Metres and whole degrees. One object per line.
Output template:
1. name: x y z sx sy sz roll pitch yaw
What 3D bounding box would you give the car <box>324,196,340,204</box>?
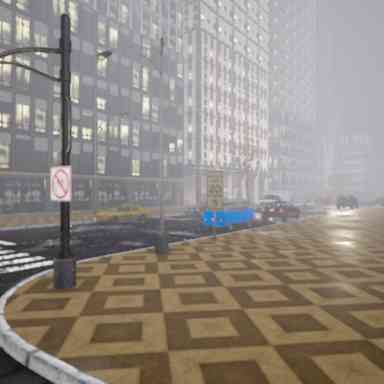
1. car: 28.251 1.599 67.146 2.008 1.369 4.403 0 0 38

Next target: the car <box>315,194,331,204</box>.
1. car: 24.855 1.355 62.740 2.192 1.841 5.009 0 0 38

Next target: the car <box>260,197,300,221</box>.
1. car: 7.319 1.457 27.082 1.967 1.590 4.097 0 0 38

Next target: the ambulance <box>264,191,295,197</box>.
1. ambulance: 9.945 1.039 39.192 2.351 2.431 6.366 0 0 38

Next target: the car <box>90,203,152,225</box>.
1. car: -5.035 1.511 24.175 1.752 1.417 4.829 0 0 38

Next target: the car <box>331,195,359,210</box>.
1. car: 20.906 1.354 44.709 2.192 1.841 5.009 0 0 38

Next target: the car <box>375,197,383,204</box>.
1. car: 37.888 1.646 66.741 1.947 1.339 4.313 0 0 38

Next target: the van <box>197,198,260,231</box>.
1. van: 2.353 1.352 20.456 1.690 1.788 3.998 0 0 38

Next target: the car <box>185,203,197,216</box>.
1. car: 1.078 1.576 31.893 1.802 1.307 4.206 0 0 38
